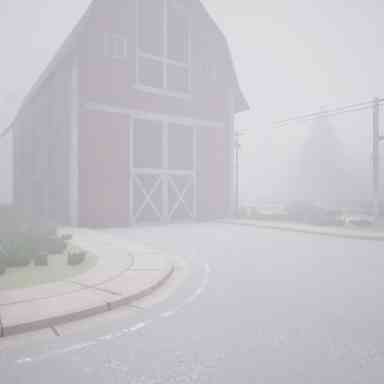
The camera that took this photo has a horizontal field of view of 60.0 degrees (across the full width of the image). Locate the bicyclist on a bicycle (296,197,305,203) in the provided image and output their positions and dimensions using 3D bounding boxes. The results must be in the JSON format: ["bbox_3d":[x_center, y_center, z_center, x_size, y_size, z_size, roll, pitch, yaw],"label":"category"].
[{"bbox_3d":[13.252,1.322,40.222,1.656,1.620,0.582,46,-25,-24],"label":"bicyclist on a bicycle"}]

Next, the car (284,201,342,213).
[{"bbox_3d":[10.930,1.574,30.599,2.033,1.411,5.357,0,0,-35],"label":"car"}]

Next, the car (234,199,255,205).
[{"bbox_3d":[5.498,1.552,38.480,1.812,1.442,4.674,0,0,-34],"label":"car"}]
